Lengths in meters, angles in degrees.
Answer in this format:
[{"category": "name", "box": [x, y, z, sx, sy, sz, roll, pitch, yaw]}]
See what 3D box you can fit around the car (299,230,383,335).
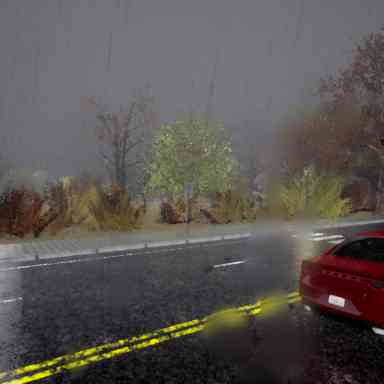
[{"category": "car", "box": [4.180, 1.479, 6.415, 5.008, 1.535, 1.882, 0, 0, -35]}]
